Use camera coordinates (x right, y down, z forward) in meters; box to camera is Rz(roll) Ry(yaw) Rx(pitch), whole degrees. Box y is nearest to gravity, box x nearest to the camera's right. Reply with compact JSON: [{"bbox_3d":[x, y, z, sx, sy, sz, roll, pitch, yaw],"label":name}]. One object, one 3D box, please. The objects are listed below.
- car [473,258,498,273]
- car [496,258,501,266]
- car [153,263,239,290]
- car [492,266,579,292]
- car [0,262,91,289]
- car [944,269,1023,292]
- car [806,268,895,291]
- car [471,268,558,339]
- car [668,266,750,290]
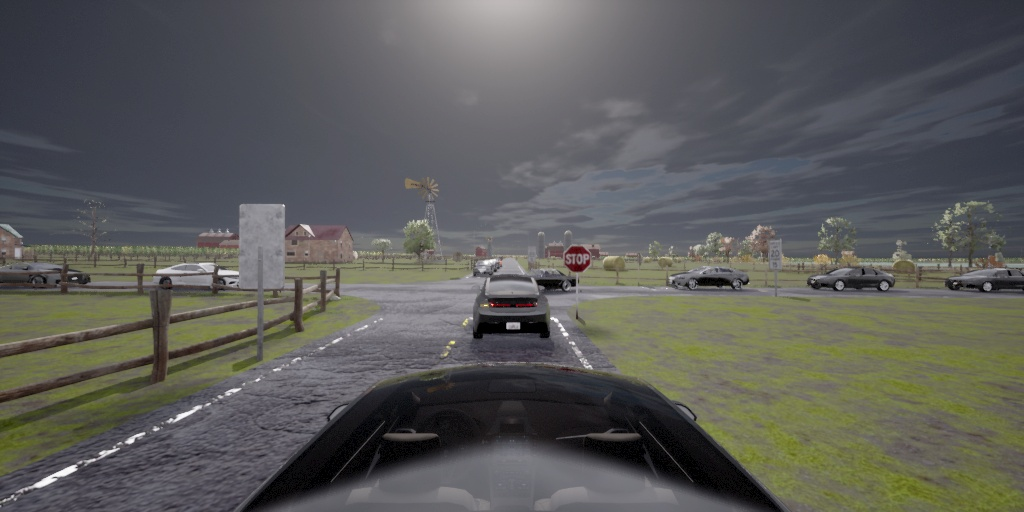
[{"bbox_3d":[-2.880,1.250,36.816,2.128,1.511,4.902,0,0,0],"label":"car"},{"bbox_3d":[-2.878,1.251,46.262,2.128,1.511,4.902,0,0,0],"label":"car"},{"bbox_3d":[-17.254,1.107,20.078,4.674,1.442,1.812,1,-1,-1],"label":"car"},{"bbox_3d":[1.488,1.373,20.178,4.718,1.301,1.895,1,0,-35],"label":"car"},{"bbox_3d":[-26.374,1.052,19.950,4.181,1.385,1.994,1,-1,-1],"label":"car"},{"bbox_3d":[31.689,1.591,23.716,4.892,1.490,1.837,1,-1,-1],"label":"car"},{"bbox_3d":[22.187,1.504,23.589,4.892,1.490,1.837,1,-1,-1],"label":"car"},{"bbox_3d":[-0.079,1.258,10.131,1.837,1.490,4.892,0,0,-2],"label":"car"},{"bbox_3d":[12.785,1.401,23.413,4.902,1.511,2.128,1,-1,-2],"label":"car"}]
